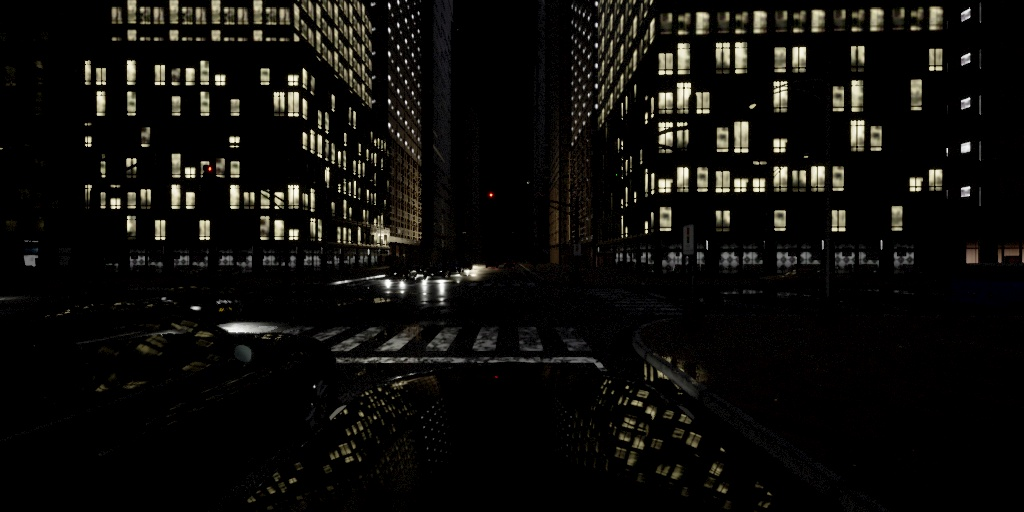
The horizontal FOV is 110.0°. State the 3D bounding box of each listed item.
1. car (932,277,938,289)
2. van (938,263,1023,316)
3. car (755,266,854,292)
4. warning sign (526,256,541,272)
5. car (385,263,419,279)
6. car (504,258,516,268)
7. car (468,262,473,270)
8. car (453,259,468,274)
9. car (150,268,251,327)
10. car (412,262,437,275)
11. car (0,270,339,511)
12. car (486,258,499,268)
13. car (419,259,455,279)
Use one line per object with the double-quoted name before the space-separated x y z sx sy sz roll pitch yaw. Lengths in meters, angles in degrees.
"car" 26.803 1.356 20.502 4.207 1.307 1.802 0 0 2
"van" 18.289 1.119 12.760 3.998 1.789 1.690 0 0 2
"car" 16.966 1.293 20.923 4.829 1.417 1.751 0 0 2
"warning sign" 2.601 0.909 40.818 1.300 1.860 1.060 0 0 0
"car" -10.048 1.343 32.782 1.994 1.385 4.181 0 0 0
"car" -0.396 1.426 63.814 1.994 1.385 4.181 0 0 0
"car" -6.912 1.389 52.790 1.994 1.385 4.181 0 0 0
"car" -6.861 1.277 42.811 1.882 1.535 5.008 0 0 0
"car" -10.352 1.262 12.343 1.837 1.490 4.892 5 -3 -32
"car" -10.097 1.360 41.690 1.994 1.385 4.181 0 0 0
"car" -3.155 1.102 2.543 2.097 1.767 4.553 0 0 0
"car" -3.540 1.213 63.634 2.097 1.767 4.553 0 0 -1
"car" -6.797 1.305 32.938 1.812 1.442 4.674 0 0 0
